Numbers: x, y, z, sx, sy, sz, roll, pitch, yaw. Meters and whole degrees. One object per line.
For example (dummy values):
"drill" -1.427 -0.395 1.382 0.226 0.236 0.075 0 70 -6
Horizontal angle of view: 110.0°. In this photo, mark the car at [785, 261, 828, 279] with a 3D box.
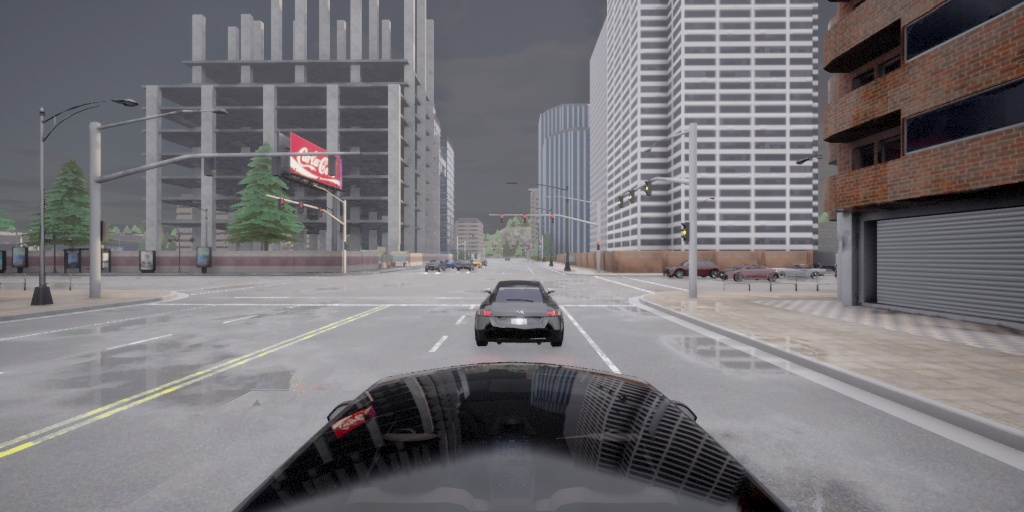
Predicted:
"car" 25.074 1.351 32.153 4.718 1.301 1.895 0 0 1

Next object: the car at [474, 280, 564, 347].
"car" 0.192 1.314 9.372 1.994 1.385 4.181 0 0 1

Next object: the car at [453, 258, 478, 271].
"car" -6.269 1.297 49.073 2.033 1.411 5.357 0 0 1

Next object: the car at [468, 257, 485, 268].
"car" -6.066 1.227 59.381 1.882 1.535 5.008 0 0 1

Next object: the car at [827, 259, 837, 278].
"car" 28.691 1.228 28.597 5.008 1.535 1.882 0 0 1

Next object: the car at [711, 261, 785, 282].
"car" 18.805 1.314 28.738 4.181 1.385 1.994 0 0 1

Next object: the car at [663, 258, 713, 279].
"car" 16.081 1.102 32.273 4.553 1.767 2.097 0 0 1

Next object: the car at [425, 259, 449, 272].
"car" -9.820 1.255 46.191 1.837 1.490 4.892 0 0 1

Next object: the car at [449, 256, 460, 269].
"car" -9.641 1.227 55.685 1.882 1.535 5.008 0 0 1
